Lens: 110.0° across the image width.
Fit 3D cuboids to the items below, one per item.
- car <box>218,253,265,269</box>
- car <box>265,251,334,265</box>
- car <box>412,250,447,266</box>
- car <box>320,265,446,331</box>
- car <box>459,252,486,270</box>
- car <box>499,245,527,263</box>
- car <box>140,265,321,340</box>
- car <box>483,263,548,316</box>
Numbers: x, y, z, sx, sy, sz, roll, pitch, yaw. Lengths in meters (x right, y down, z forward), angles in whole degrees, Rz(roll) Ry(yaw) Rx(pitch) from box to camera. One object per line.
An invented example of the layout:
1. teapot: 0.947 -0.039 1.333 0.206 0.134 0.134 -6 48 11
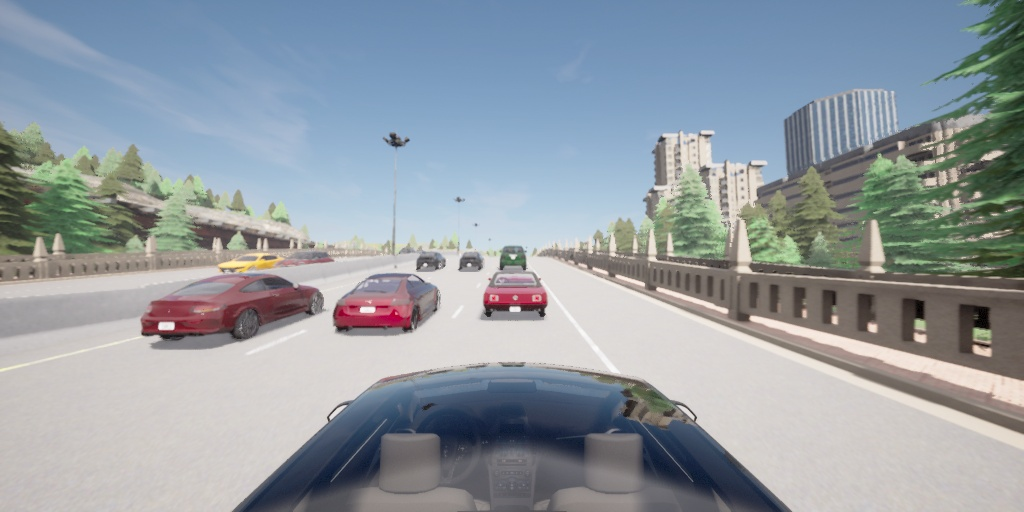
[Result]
1. car: -17.605 0.577 24.631 1.882 1.535 5.008 0 2 0
2. car: -14.104 0.457 24.503 2.097 1.767 4.553 0 2 0
3. car: -6.908 0.378 30.984 1.837 1.490 4.892 0 2 0
4. car: -3.402 1.171 10.456 1.994 1.385 4.181 0 2 0
5. car: -3.408 0.378 30.979 1.837 1.490 4.892 0 2 0
6. car: 0.093 0.126 30.098 2.150 2.045 5.566 0 2 0
7. car: -6.902 1.162 9.459 1.812 1.442 4.674 0 2 0
8. car: 0.097 1.142 12.380 1.895 1.301 4.718 0 2 0
